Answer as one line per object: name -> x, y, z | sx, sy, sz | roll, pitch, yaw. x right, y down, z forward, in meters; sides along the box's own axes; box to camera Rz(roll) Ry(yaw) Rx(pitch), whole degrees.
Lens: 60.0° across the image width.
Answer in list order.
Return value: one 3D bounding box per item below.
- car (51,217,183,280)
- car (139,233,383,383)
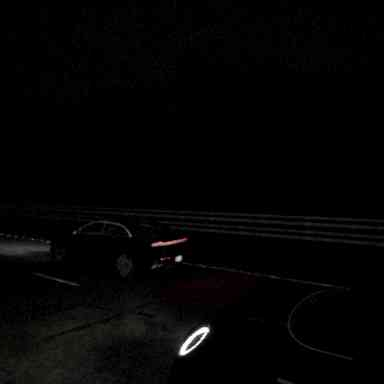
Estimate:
car -> -2.294, 1.495, 9.991 | 4.902, 1.511, 2.128 | 0, 0, 36
car -> 2.002, 1.351, 2.577 | 4.553, 1.767, 2.097 | 0, 0, 36
